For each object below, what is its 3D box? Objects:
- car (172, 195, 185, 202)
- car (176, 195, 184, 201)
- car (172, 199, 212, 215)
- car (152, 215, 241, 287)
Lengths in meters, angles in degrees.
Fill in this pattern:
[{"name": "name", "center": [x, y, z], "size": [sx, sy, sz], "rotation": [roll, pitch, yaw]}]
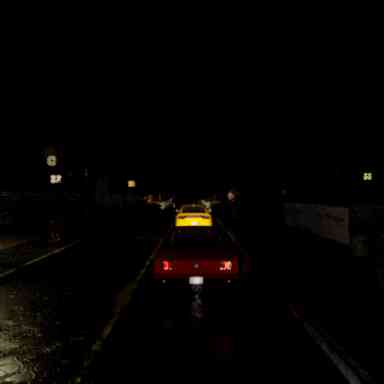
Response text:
[{"name": "car", "center": [-2.767, 1.346, 63.520], "size": [2.128, 1.511, 4.902], "rotation": [0, 0, 1]}, {"name": "car", "center": [-2.740, 1.382, 78.595], "size": [1.812, 1.442, 4.674], "rotation": [0, 0, 0]}, {"name": "car", "center": [0.095, 1.402, 18.567], "size": [1.882, 1.535, 5.008], "rotation": [0, 0, 0]}, {"name": "car", "center": [0.098, 1.559, 9.188], "size": [1.895, 1.301, 4.718], "rotation": [0, 0, 0]}]
